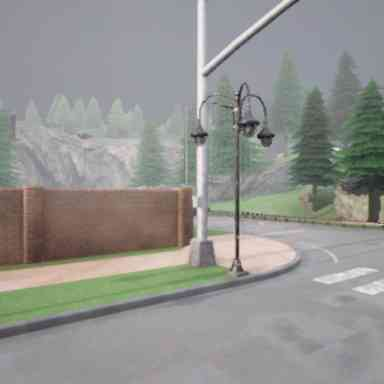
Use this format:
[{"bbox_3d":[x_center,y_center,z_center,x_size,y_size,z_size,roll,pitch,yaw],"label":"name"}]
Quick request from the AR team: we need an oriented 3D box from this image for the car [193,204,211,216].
[{"bbox_3d":[-0.134,1.532,32.341,2.128,1.511,4.902,0,0,-34],"label":"car"}]
